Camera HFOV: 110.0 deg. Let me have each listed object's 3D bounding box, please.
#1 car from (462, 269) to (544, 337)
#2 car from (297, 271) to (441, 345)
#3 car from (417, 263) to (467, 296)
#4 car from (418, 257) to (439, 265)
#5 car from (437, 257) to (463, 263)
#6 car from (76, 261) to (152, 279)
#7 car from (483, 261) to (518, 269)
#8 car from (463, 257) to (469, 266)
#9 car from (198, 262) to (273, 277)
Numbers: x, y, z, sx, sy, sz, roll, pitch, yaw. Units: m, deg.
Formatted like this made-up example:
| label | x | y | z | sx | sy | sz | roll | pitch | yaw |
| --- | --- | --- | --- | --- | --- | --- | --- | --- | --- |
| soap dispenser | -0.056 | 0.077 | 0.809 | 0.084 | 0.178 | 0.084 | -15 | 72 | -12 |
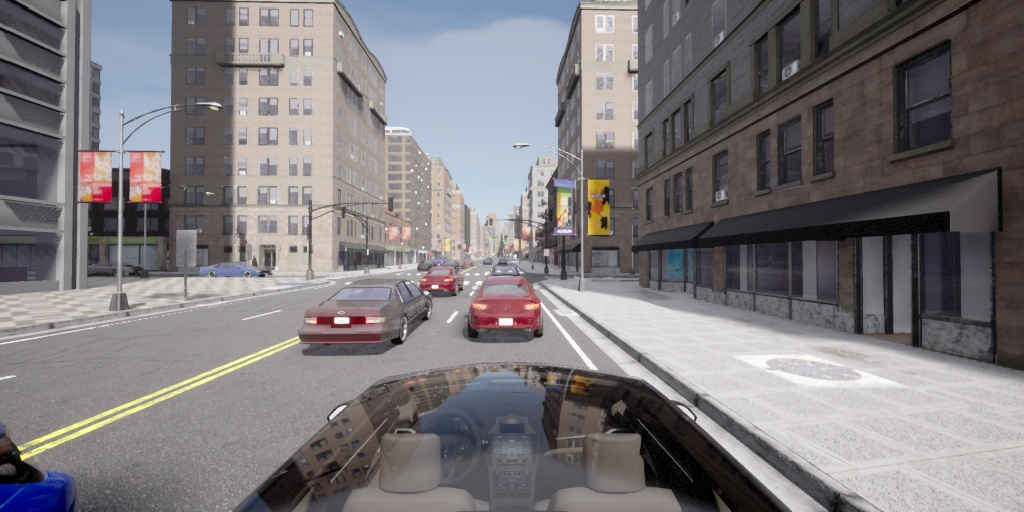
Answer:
| label | x | y | z | sx | sy | sz | roll | pitch | yaw |
| --- | --- | --- | --- | --- | --- | --- | --- | --- | --- |
| car | -0.179 | 1.277 | 10.150 | 1.812 | 1.442 | 4.674 | 0 | 0 | -1 |
| car | -3.409 | 1.299 | 9.469 | 2.033 | 1.411 | 5.357 | 0 | 0 | -2 |
| car | -3.660 | 1.275 | 19.057 | 1.812 | 1.442 | 4.674 | 0 | 0 | -1 |
| car | -11.082 | 1.208 | 47.241 | 1.882 | 1.535 | 5.008 | 0 | 0 | -1 |
| car | -7.785 | 1.209 | 45.538 | 1.882 | 1.535 | 5.008 | 0 | 0 | -2 |
| car | -33.633 | 1.170 | 30.416 | 4.181 | 1.385 | 1.994 | 0 | -1 | -2 |
| car | -0.405 | 1.240 | 19.234 | 2.128 | 1.511 | 4.902 | 0 | 0 | -3 |
| car | -8.024 | 1.249 | 54.741 | 1.812 | 1.442 | 4.674 | 0 | 0 | -1 |
| car | -23.667 | 1.196 | 30.735 | 5.357 | 1.411 | 2.033 | 0 | -1 | 1 |
